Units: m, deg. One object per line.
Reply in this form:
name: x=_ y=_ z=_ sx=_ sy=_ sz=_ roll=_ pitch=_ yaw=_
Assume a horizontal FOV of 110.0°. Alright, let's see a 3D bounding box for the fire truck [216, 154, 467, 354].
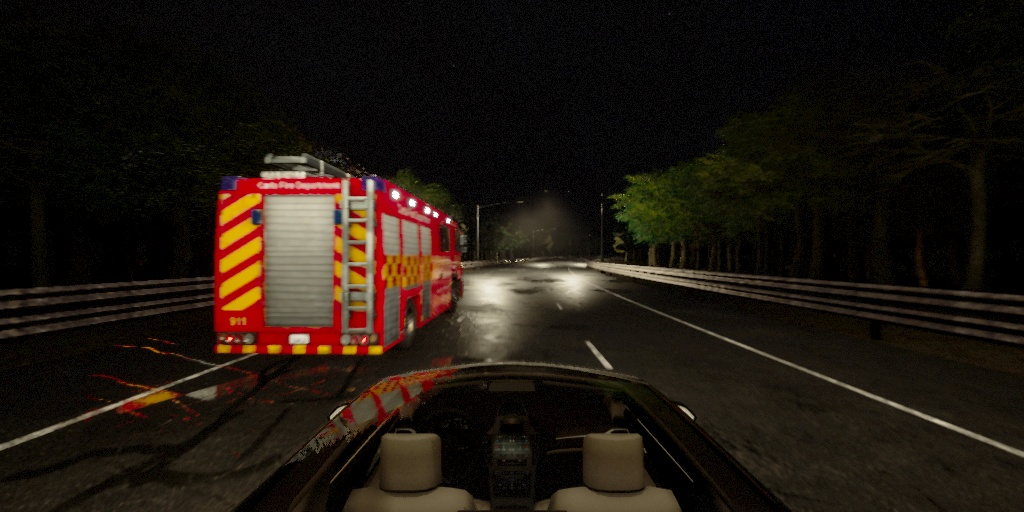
fire truck: x=-3.462 y=0.120 z=10.073 sx=2.891 sy=3.827 sz=8.468 roll=0 pitch=0 yaw=1
